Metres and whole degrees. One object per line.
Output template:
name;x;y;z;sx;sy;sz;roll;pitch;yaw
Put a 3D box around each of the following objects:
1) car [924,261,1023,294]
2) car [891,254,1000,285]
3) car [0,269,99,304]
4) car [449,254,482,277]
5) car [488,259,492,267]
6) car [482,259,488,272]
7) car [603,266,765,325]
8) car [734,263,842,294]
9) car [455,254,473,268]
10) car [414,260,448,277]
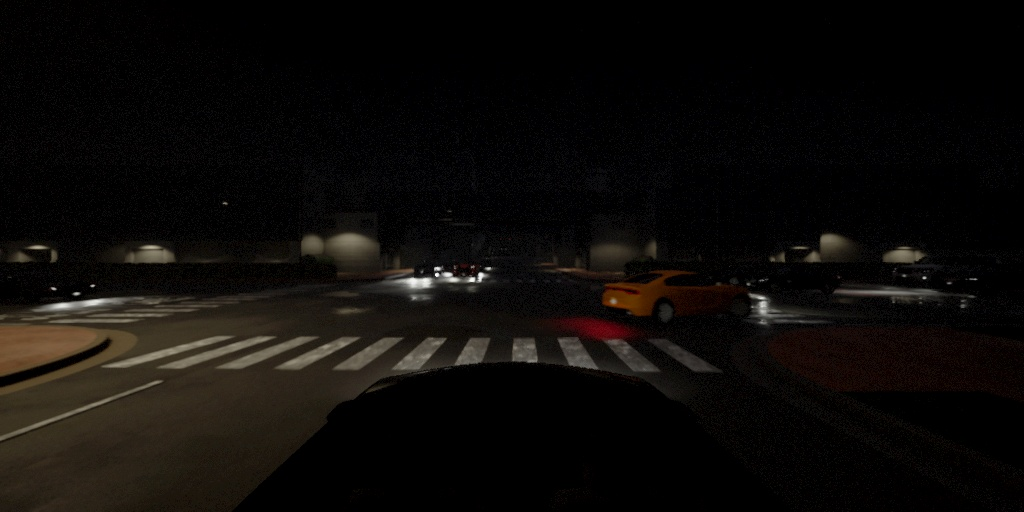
car;25.906;1.188;19.247;4.902;1.511;2.128;0;0;0
car;27.624;0.906;22.742;5.566;2.045;2.150;0;0;0
car;-21.586;1.257;15.626;5.357;1.411;2.033;0;0;0
car;-4.265;0.990;33.746;2.097;1.767;4.553;0;0;0
car;-4.220;1.106;57.326;1.994;1.385;4.181;0;0;1
car;-4.268;1.202;42.737;1.895;1.301;4.718;0;0;0
car;5.381;1.205;11.601;5.008;1.535;1.882;0;-1;-20
car;14.909;1.223;19.171;4.674;1.442;1.812;0;0;-2
car;-7.712;0.759;58.082;2.150;2.045;5.566;0;0;0
car;-7.811;1.129;33.800;2.128;1.511;4.902;0;0;2
